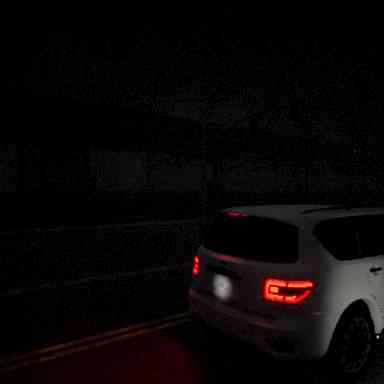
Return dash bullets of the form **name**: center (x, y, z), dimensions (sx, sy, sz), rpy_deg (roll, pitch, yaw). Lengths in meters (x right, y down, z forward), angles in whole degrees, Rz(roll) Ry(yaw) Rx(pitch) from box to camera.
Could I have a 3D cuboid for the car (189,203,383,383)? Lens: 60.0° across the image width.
- **car**: center (2.573, 1.209, 5.615), dimensions (5.566, 2.045, 2.150), rpy_deg (0, 0, -35)
